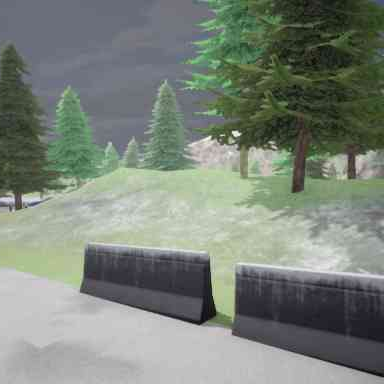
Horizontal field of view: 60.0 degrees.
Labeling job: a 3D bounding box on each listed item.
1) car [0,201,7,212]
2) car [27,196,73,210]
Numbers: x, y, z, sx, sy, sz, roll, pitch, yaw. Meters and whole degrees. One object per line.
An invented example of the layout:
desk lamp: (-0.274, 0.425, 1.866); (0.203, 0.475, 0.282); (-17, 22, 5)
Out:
car: (-21.865, 1.408, 34.399); (2.128, 1.511, 4.902); (0, 0, 42)
car: (-18.456, 1.386, 42.801); (5.008, 1.535, 1.882); (0, 0, -42)
